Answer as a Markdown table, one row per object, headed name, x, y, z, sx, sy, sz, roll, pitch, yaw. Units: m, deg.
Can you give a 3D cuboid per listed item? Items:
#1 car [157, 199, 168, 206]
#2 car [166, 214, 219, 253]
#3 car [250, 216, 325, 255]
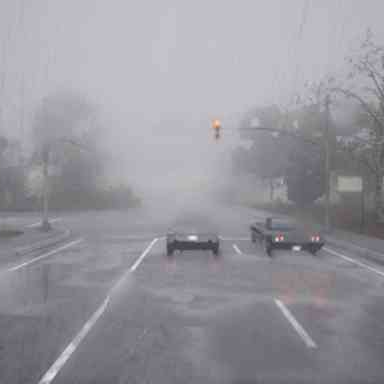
| name | x | y | z | sx | sy | sz | roll | pitch | yaw |
| --- | --- | --- | --- | --- | --- | --- | --- | --- | --- |
| car | -5.897 | 2.014 | 66.393 | 2.033 | 1.411 | 5.357 | 0 | -1 | -10 |
| car | 0.036 | 1.574 | 13.672 | 1.994 | 1.385 | 4.181 | 0 | 0 | 0 |
| car | 3.550 | 1.610 | 13.407 | 1.895 | 1.301 | 4.718 | 0 | 0 | 1 |
